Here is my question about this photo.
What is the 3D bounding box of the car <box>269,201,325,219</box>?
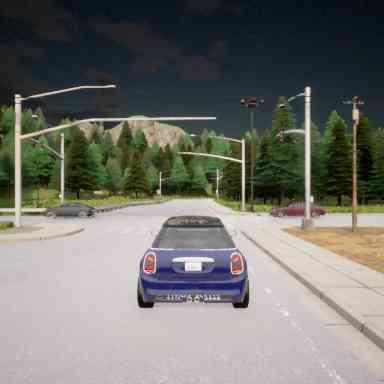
[{"bbox_3d":[9.070,1.552,28.785,4.674,1.442,1.812,0,0,1],"label":"car"}]

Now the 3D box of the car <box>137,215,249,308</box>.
[{"bbox_3d":[0.040,1.348,8.069,2.097,1.767,4.553,0,0,0],"label":"car"}]

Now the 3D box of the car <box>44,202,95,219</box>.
[{"bbox_3d":[-10.648,1.585,29.105,4.181,1.385,1.994,0,0,1],"label":"car"}]
